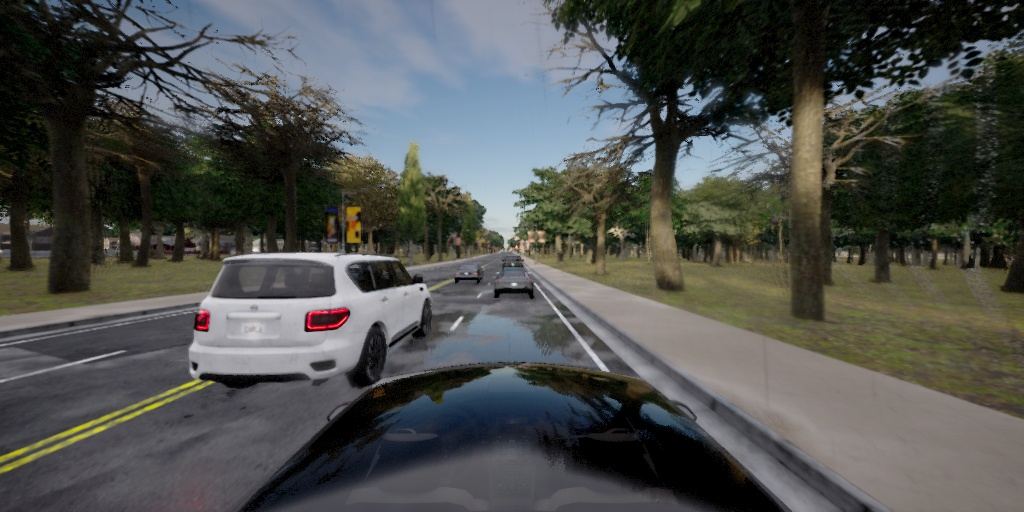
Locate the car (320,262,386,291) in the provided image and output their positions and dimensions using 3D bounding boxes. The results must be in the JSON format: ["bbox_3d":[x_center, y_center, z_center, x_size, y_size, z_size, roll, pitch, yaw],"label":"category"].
[{"bbox_3d":[-9.800,1.210,22.585,1.882,1.535,5.008,0,0,0],"label":"car"}]

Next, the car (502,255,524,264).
[{"bbox_3d":[0.105,0.915,37.521,2.150,2.045,5.566,0,0,0],"label":"car"}]

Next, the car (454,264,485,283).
[{"bbox_3d":[-3.150,1.271,27.133,2.033,1.411,5.357,0,0,0],"label":"car"}]

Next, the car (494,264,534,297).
[{"bbox_3d":[0.102,1.297,18.657,1.994,1.385,4.181,0,0,0],"label":"car"}]

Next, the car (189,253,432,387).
[{"bbox_3d":[-3.148,0.966,7.047,2.150,2.045,5.566,0,0,0],"label":"car"}]
